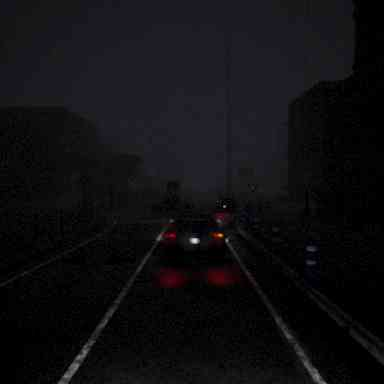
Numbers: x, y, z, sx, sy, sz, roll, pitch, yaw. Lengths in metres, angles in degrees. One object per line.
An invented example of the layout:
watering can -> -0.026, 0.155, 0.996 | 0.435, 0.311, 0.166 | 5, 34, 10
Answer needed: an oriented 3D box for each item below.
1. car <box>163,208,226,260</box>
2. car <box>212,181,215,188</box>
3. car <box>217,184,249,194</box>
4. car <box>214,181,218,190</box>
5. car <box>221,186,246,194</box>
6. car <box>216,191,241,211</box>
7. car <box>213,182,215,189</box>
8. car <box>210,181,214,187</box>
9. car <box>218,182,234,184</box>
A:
car -> 0.106, 1.437, 11.736 | 1.994, 1.385, 4.181 | 0, -1, 1
car -> 8.022, -1.203, 81.958 | 4.892, 1.521, 2.231 | 0, 2, -1
car -> 8.045, -0.304, 62.685 | 5.366, 1.575, 1.946 | 0, 3, -1
car -> 8.168, -0.961, 70.933 | 5.566, 2.045, 2.435 | 0, 3, -1
car -> 8.204, -0.400, 65.443 | 4.674, 1.452, 2.002 | 0, 3, -1
car -> 3.483, 1.009, 32.797 | 1.837, 1.490, 4.892 | 1, 1, 12
car -> 8.072, -0.964, 76.451 | 5.008, 1.535, 2.097 | 0, 3, -1
car -> 7.959, -1.430, 87.464 | 5.008, 1.535, 2.097 | 0, 2, -1
car -> 8.138, -0.702, 68.187 | 4.553, 1.767, 2.185 | 0, 3, -1
